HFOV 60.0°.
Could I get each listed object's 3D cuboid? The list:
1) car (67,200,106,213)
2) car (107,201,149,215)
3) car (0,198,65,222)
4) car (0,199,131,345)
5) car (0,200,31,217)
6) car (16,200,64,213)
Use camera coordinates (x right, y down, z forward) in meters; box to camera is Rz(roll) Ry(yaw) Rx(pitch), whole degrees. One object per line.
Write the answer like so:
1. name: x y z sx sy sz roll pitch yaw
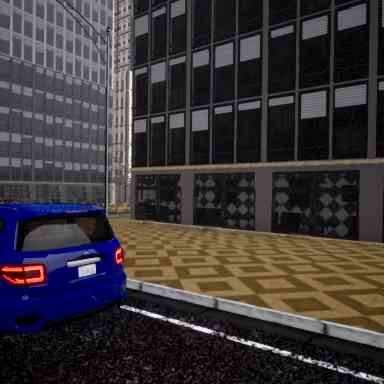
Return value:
1. car: -12.935 1.762 40.924 1.994 1.385 4.181 1 0 36
2. car: -7.351 1.830 38.740 1.752 1.417 4.829 1 0 36
3. car: -14.148 1.520 29.528 2.192 1.841 5.009 1 0 36
4. car: -3.701 1.218 6.322 5.566 2.045 2.150 0 0 35
5. car: -18.847 1.616 32.904 1.837 1.490 4.892 1 0 36
6. car: -17.646 1.643 38.903 1.752 1.417 4.829 1 0 36
